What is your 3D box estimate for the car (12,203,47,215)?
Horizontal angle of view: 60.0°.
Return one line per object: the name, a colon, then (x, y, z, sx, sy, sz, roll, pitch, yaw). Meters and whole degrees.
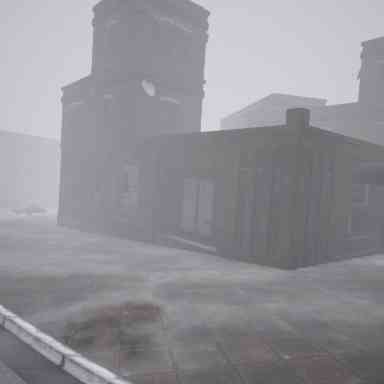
car: (-20.242, 2.105, 41.609, 2.033, 1.411, 5.357, 4, -2, 3)
